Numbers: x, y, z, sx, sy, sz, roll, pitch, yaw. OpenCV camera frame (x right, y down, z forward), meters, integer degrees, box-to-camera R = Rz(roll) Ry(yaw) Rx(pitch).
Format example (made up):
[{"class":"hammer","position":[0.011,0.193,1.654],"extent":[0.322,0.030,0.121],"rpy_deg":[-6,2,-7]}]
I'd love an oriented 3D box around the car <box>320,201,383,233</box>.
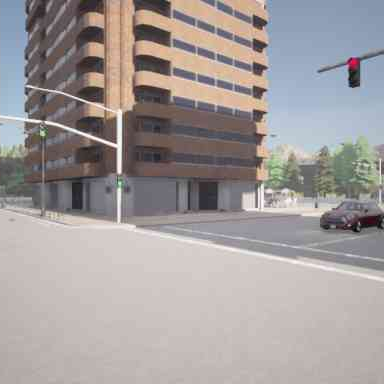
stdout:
[{"class":"car","position":[9.652,1.352,19.909],"extent":[4.553,1.767,2.097],"rpy_deg":[0,0,-37]}]
